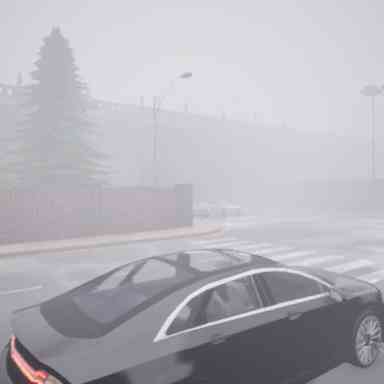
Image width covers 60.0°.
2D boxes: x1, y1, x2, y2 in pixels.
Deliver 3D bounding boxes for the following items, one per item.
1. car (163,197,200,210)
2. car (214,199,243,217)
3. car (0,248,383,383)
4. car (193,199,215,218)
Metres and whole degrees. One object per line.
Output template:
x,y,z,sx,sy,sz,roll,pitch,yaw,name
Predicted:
-1.369,1.350,41.818,2.033,1.411,5.357,-1,0,-35,car
2.494,1.372,29.818,1.812,1.442,4.674,-1,0,-36,car
0.484,1.463,4.013,4.902,1.511,2.128,-1,0,-36,car
-0.480,1.484,27.931,1.895,1.301,4.718,-1,0,-35,car
